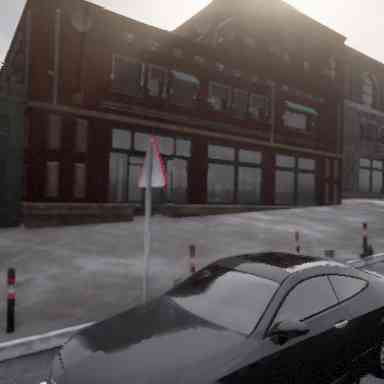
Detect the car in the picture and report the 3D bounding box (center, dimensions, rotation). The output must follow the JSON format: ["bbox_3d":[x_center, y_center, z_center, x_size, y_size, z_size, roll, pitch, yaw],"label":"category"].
[{"bbox_3d":[0.805,1.521,3.947,4.674,1.442,1.812,0,0,-35],"label":"car"}]
